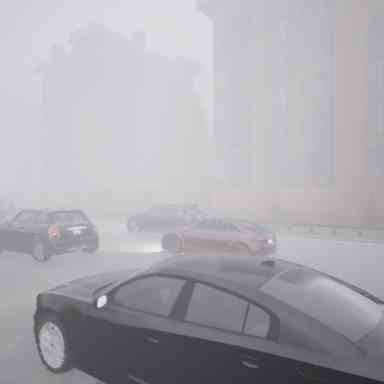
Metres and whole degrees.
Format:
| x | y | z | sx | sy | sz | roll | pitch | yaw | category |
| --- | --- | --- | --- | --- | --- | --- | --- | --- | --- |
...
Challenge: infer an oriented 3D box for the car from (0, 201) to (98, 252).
| x | y | z | sx | sy | sz | roll | pitch | yaw | category |
| --- | --- | --- | --- | --- | --- | --- | --- | --- | --- |
| -5.532 | 1.352 | 12.239 | 4.553 | 1.767 | 2.097 | 0 | 0 | 36 | car |

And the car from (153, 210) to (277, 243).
| x | y | z | sx | sy | sz | roll | pitch | yaw | category |
| --- | --- | --- | --- | --- | --- | --- | --- | --- | --- |
| 0.923 | 1.564 | 11.930 | 4.181 | 1.385 | 1.994 | 0 | 0 | 36 | car |

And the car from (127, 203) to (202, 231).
| x | y | z | sx | sy | sz | roll | pitch | yaw | category |
| --- | --- | --- | --- | --- | --- | --- | --- | --- | --- |
| -1.359 | 1.351 | 17.857 | 4.553 | 1.767 | 2.097 | 0 | 0 | 36 | car |

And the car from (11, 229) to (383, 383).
| x | y | z | sx | sy | sz | roll | pitch | yaw | category |
| --- | --- | --- | --- | --- | --- | --- | --- | --- | --- |
| 0.120 | 1.478 | 3.907 | 5.008 | 1.535 | 1.882 | 0 | 0 | 36 | car |

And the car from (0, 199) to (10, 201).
| x | y | z | sx | sy | sz | roll | pitch | yaw | category |
| --- | --- | --- | --- | --- | --- | --- | --- | --- | --- |
| -17.466 | 1.353 | 29.349 | 4.553 | 1.767 | 2.097 | 0 | 0 | 36 | car |
